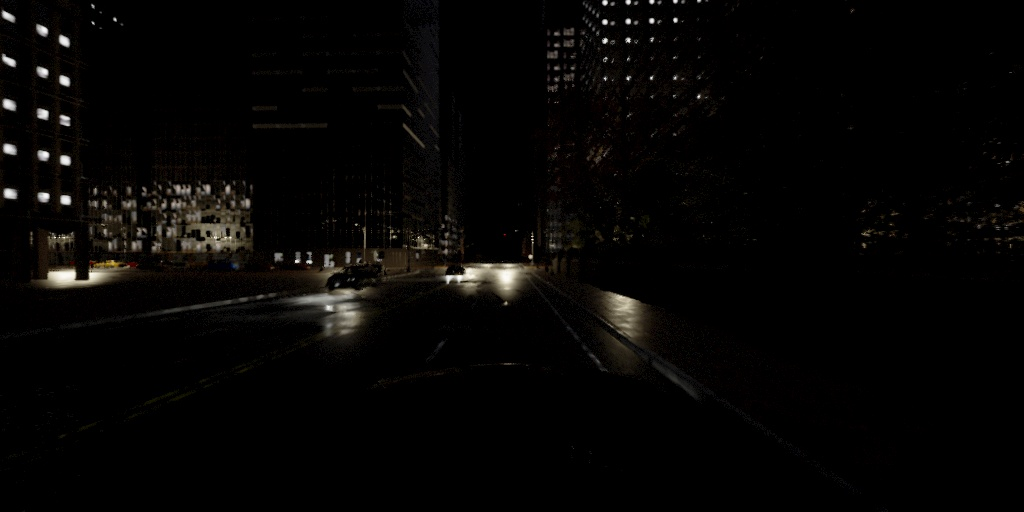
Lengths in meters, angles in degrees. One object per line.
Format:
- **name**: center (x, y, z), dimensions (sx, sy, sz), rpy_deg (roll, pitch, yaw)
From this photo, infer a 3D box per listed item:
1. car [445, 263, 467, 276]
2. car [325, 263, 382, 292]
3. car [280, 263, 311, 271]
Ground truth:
- **car**: center (-6.527, 1.571, 42.152), dimensions (1.994, 1.385, 4.181), rpy_deg (0, 0, 1)
- **car**: center (-9.847, 1.374, 22.641), dimensions (2.128, 1.511, 4.902), rpy_deg (0, 0, 0)
- **car**: center (-32.860, 1.663, 54.416), dimensions (4.207, 1.307, 1.802), rpy_deg (0, 0, 2)
